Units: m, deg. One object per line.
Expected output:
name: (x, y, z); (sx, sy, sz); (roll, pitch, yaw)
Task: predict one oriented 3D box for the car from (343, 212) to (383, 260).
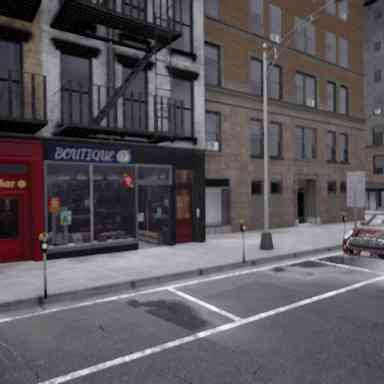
car: (7.050, 1.413, 11.606); (4.097, 1.590, 1.967); (0, -1, -36)
